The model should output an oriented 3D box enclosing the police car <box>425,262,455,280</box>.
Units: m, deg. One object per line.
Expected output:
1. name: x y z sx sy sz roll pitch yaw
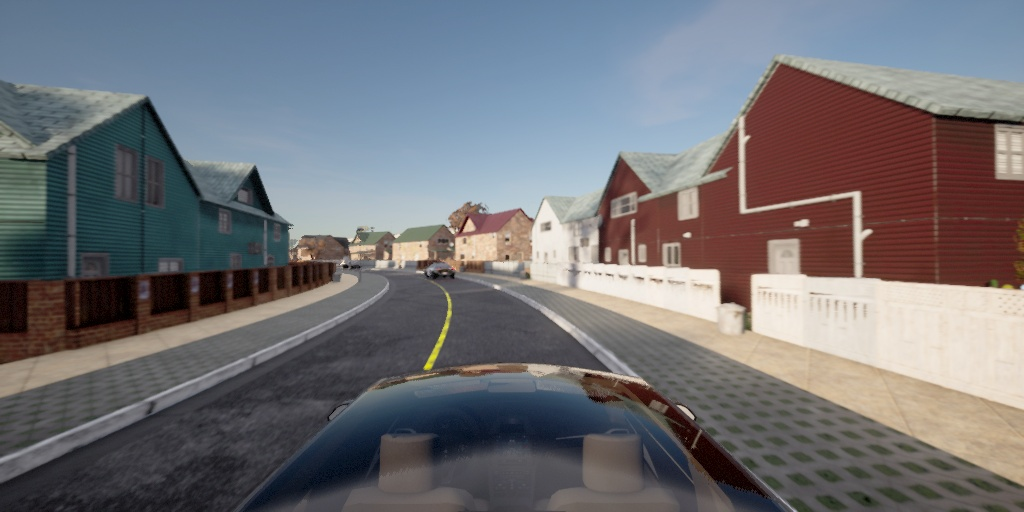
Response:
1. police car: -6.746 1.330 33.125 2.038 1.542 4.974 0 0 -24
